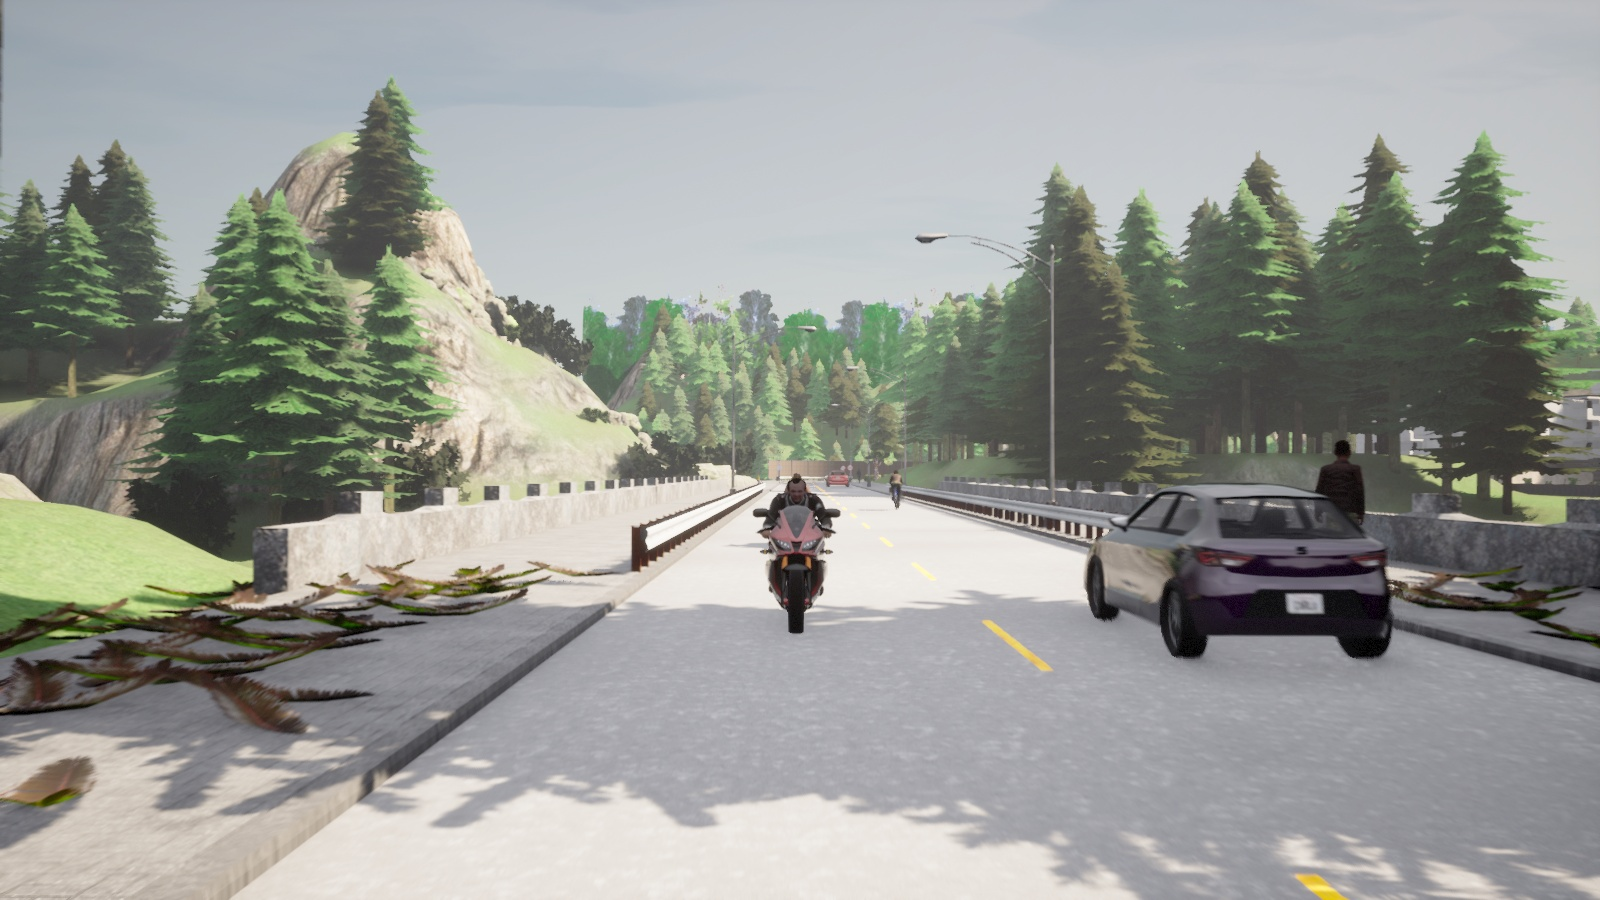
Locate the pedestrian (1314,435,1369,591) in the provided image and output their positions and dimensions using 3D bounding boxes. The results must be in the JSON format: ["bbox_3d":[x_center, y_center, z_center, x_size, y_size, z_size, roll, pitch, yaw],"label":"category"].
[{"bbox_3d":[6.563,0.753,15.221,0.431,1.840,0.703,-1,-1,38],"label":"pedestrian"}]

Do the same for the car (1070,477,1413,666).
[{"bbox_3d":[3.975,1.015,12.131,1.816,1.474,4.193,0,-1,0],"label":"car"}]

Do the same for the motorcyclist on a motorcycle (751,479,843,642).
[{"bbox_3d":[-0.027,1.068,13.005,0.866,1.530,2.191,0,-1,0],"label":"motorcyclist on a motorcycle"}]
